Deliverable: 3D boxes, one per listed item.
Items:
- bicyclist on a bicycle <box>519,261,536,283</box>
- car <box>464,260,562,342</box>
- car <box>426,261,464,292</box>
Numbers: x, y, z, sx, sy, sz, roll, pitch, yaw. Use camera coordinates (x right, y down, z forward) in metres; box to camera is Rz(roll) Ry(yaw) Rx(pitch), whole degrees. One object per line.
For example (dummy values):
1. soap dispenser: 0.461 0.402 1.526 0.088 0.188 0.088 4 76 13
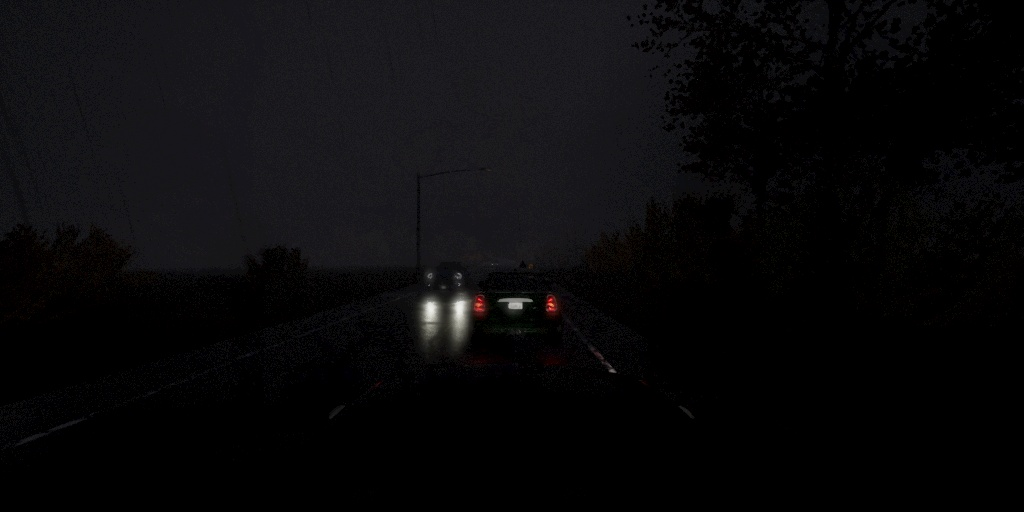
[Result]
1. bicyclist on a bicycle: 0.903 1.180 17.237 0.866 1.612 1.509 0 0 0
2. car: 0.072 1.099 9.893 2.097 1.767 4.553 0 0 0
3. car: -3.686 1.094 21.425 2.097 1.767 4.553 0 0 0
